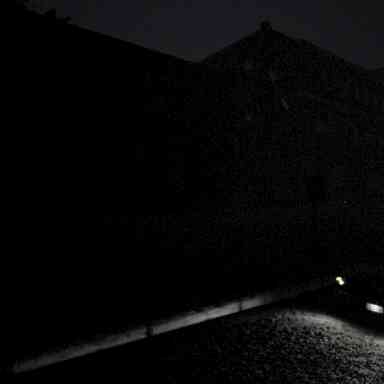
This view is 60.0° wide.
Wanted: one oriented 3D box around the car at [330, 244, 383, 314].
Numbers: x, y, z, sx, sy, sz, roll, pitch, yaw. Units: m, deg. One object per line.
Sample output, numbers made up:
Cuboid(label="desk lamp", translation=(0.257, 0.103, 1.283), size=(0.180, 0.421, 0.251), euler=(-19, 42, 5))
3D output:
Cuboid(label="car", translation=(5.222, 1.551, 7.103), size=(5.357, 1.411, 2.033), euler=(0, 0, -36))
